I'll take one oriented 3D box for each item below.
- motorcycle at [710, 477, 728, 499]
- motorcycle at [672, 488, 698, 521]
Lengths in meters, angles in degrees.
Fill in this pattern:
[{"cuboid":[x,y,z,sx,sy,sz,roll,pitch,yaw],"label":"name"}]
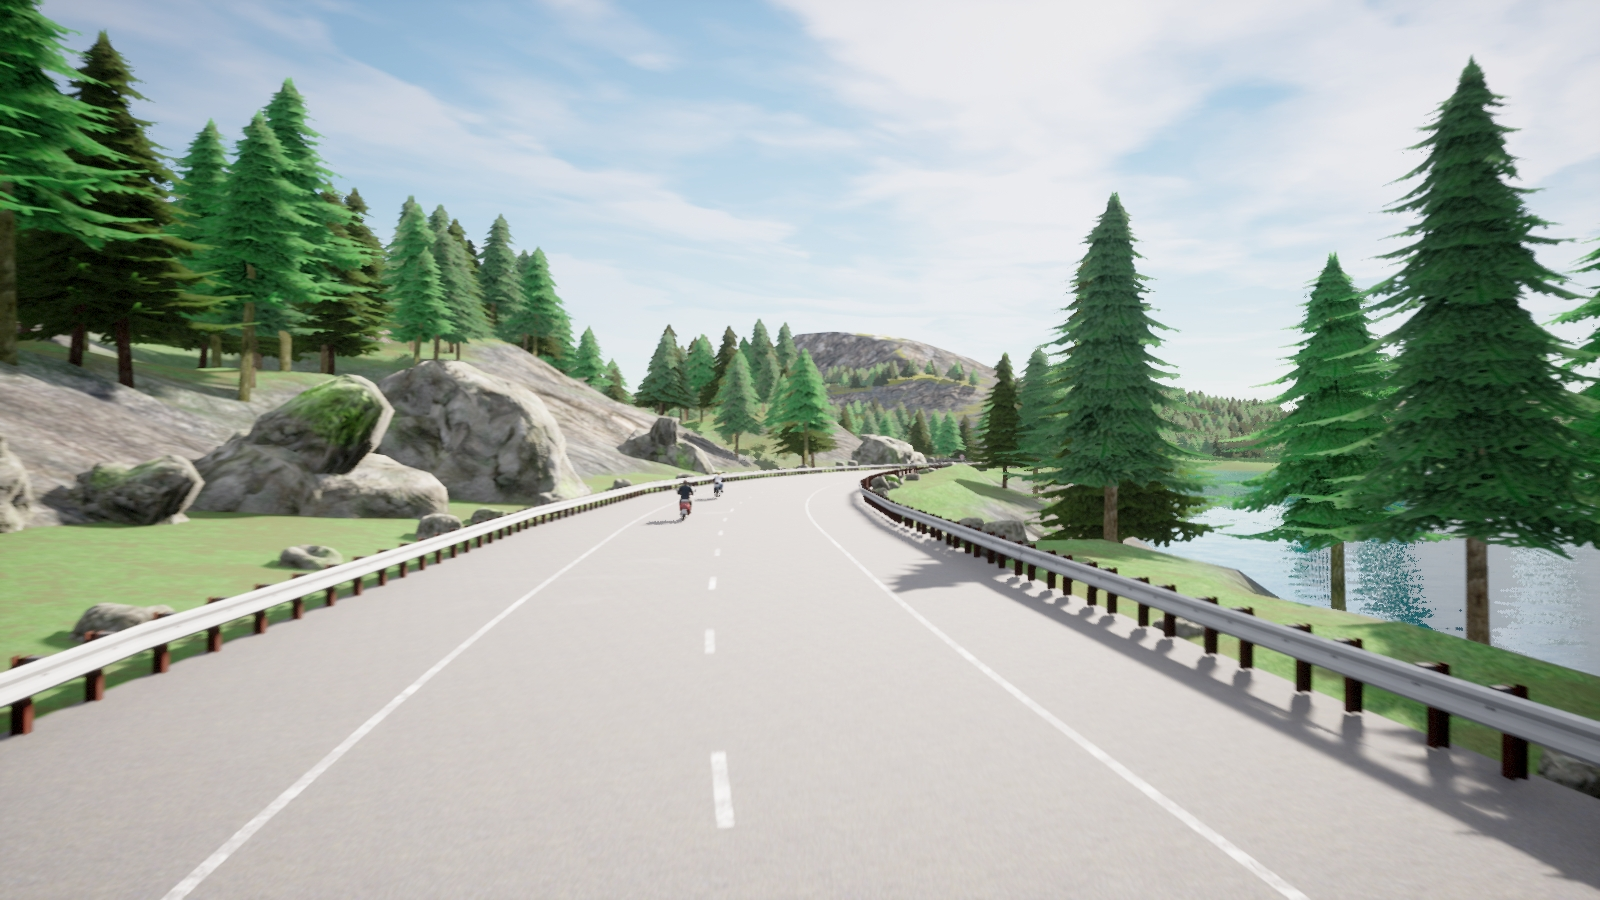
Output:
[{"cuboid":[-4.663,2.172,65.655,0.803,1.217,2.033,0,0,2],"label":"motorcycle"},{"cuboid":[-4.583,2.177,45.635,0.856,1.236,1.805,1,0,-2],"label":"motorcycle"}]
